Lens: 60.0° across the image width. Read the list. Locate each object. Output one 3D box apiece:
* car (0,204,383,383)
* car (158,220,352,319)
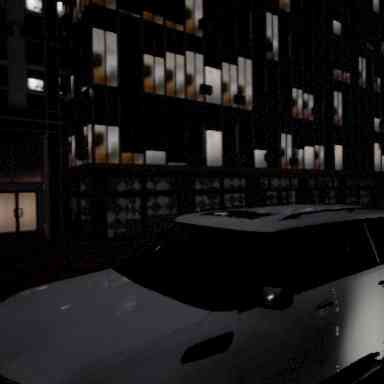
[{"bbox_3d":[0.656,1.209,3.848,5.566,2.045,2.150,0,0,-36],"label":"car"},{"bbox_3d":[1.624,1.524,7.861,4.403,1.369,2.008,0,-1,-35],"label":"car"}]
